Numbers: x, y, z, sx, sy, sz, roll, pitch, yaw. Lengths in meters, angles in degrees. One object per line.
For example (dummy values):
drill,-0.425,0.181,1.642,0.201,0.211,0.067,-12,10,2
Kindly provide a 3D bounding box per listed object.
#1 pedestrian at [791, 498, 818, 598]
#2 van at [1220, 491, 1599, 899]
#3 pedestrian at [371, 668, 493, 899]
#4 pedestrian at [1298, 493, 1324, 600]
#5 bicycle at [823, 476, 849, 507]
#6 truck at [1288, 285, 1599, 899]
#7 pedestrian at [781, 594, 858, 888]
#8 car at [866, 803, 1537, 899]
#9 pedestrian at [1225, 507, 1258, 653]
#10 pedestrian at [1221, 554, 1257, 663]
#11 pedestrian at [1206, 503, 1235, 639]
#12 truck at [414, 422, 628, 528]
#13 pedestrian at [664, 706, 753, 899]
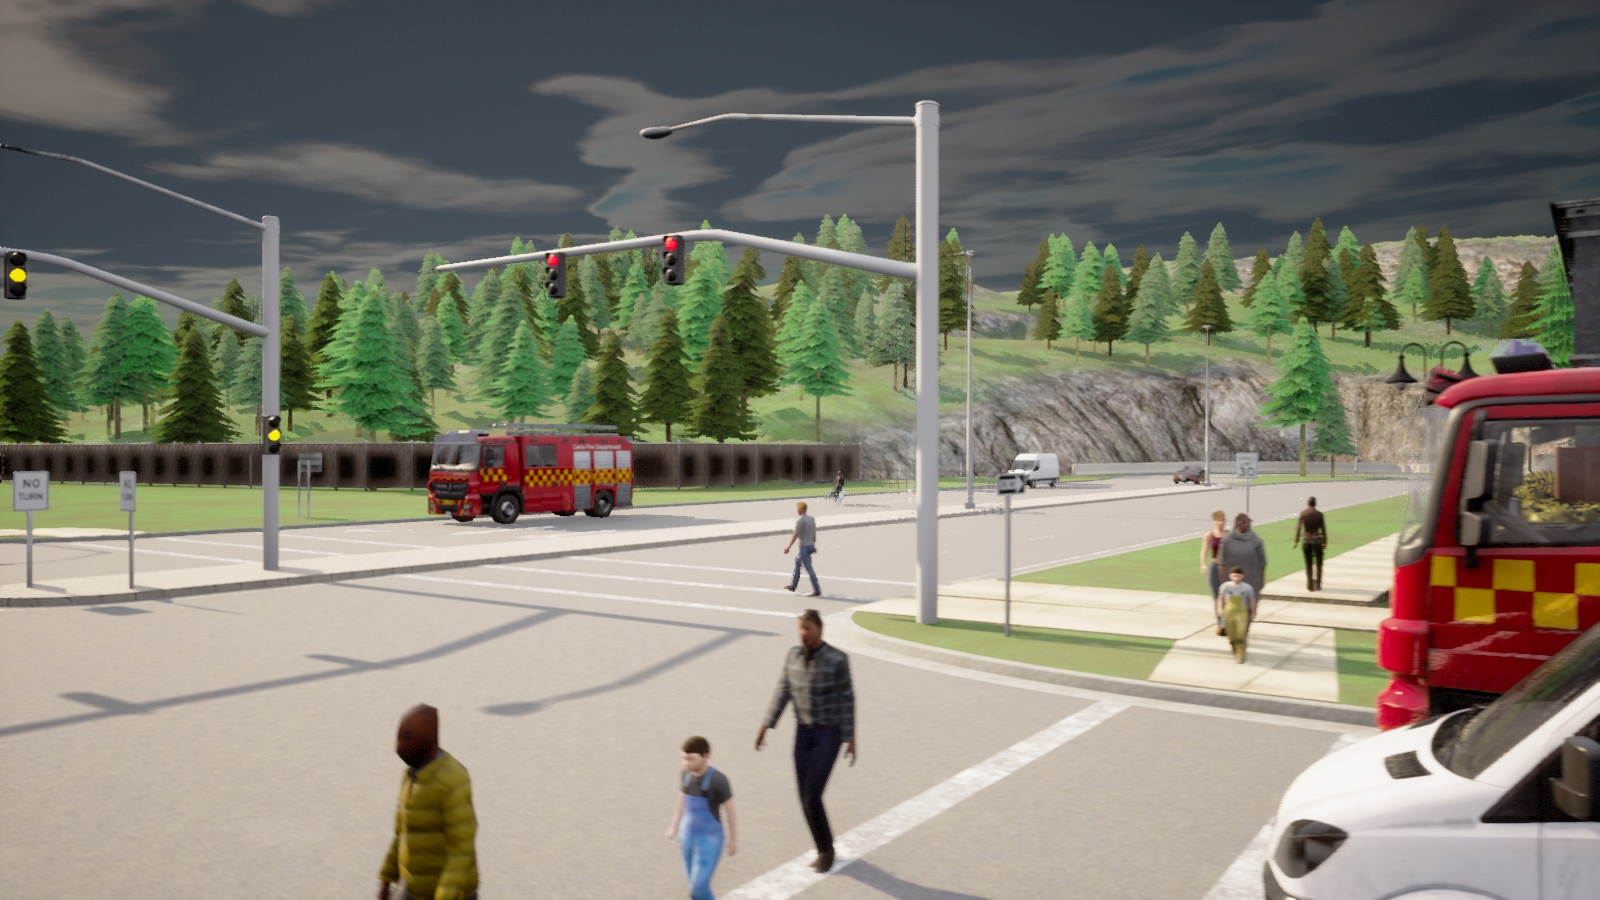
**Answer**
pedestrian,0.082,1.848,21.758,0.375,1.860,0.375,0,0,33
van,4.991,1.535,4.558,5.915,2.561,1.988,0,0,35
pedestrian,-1.659,1.961,5.153,0.375,1.860,0.375,0,0,38
pedestrian,9.039,1.696,20.221,0.375,1.860,0.375,0,0,31
bicycle,1.820,2.060,57.089,0.329,1.471,1.835,0,0,36
truck,7.773,0.891,6.882,8.468,3.827,2.891,0,0,35
pedestrian,0.132,1.938,7.738,0.375,1.860,0.375,0,0,36
car,2.042,2.066,2.358,4.193,1.474,1.816,0,0,35
pedestrian,5.806,1.696,15.011,0.375,1.860,0.375,0,0,25
pedestrian,5.497,1.976,14.315,0.375,1.300,0.375,0,0,29
pedestrian,5.934,1.694,16.123,0.375,1.860,0.375,0,0,20
truck,-10.924,0.888,45.711,2.891,3.827,8.468,0,0,36
pedestrian,-0.541,2.233,6.799,0.375,1.300,0.375,0,0,35
